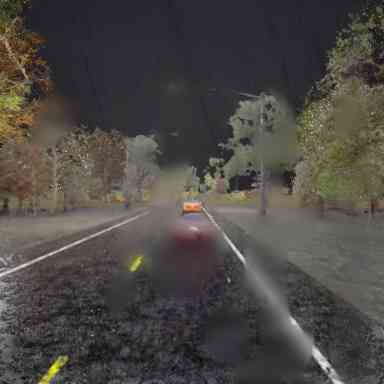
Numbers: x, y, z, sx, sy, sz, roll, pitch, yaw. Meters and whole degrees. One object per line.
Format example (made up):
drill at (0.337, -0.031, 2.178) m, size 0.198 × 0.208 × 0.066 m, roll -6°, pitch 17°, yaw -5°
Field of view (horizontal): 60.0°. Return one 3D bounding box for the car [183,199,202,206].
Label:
car at (0.082, 1.538, 38.642) m, size 2.097 × 1.767 × 4.553 m, roll 0°, pitch 0°, yaw 0°

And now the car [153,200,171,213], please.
car at (-3.583, 1.673, 40.586) m, size 1.882 × 1.535 × 5.008 m, roll 0°, pitch 0°, yaw 0°

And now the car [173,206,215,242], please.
car at (0.090, 1.646, 16.857) m, size 1.994 × 1.385 × 4.181 m, roll 0°, pitch 0°, yaw 0°
